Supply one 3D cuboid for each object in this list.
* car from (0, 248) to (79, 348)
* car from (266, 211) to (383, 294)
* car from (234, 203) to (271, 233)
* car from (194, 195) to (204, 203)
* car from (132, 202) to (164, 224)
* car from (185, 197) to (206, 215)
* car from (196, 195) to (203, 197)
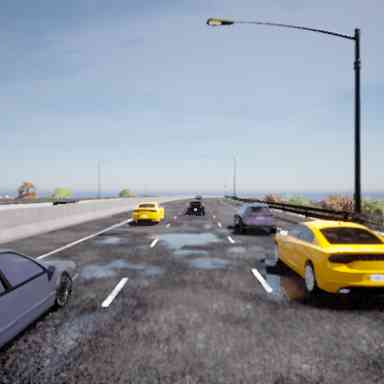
[{"bbox_3d":[-3.385,1.547,4.795,2.033,1.411,5.357,0,0,0],"label":"car"},{"bbox_3d":[3.529,1.481,8.791,1.882,1.535,5.008,0,0,0],"label":"car"},{"bbox_3d":[3.628,1.445,19.714,2.033,1.649,4.856,0,0,1],"label":"car"},{"bbox_3d":[1.640,1.513,73.779,2.097,1.767,4.553,0,0,3],"label":"car"},{"bbox_3d":[-3.190,1.498,25.052,1.882,1.535,5.008,0,0,1],"label":"car"},{"bbox_3d":[0.403,1.561,34.880,1.812,1.442,4.674,0,0,1],"label":"car"},{"bbox_3d":[1.007,1.582,54.324,1.837,1.490,4.892,0,0,2],"label":"car"}]
